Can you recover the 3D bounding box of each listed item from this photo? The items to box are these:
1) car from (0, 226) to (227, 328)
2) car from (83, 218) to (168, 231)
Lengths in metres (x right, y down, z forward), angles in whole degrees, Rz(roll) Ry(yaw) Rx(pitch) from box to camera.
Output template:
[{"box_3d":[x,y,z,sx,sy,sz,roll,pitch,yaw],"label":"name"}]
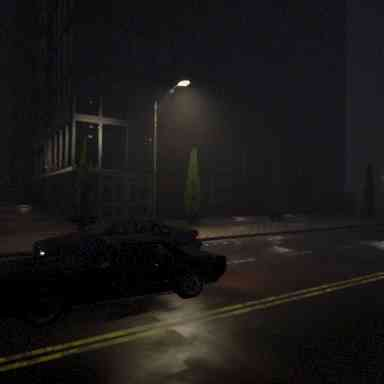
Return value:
[{"box_3d":[-1.637,1.618,7.056,4.718,1.301,1.895,1,0,-33],"label":"car"},{"box_3d":[-2.233,1.577,10.829,5.357,1.411,2.033,1,0,-33],"label":"car"}]
